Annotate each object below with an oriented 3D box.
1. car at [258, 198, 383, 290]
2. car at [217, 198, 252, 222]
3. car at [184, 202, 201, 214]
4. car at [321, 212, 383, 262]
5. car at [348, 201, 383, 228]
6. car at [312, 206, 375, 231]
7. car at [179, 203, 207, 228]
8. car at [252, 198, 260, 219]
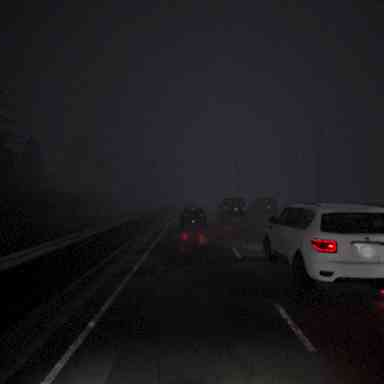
[{"bbox_3d":[3.600,1.324,9.506,2.150,2.045,5.566,0,-1,0],"label":"car"},{"bbox_3d":[3.585,1.542,30.068,2.150,2.045,5.566,0,-1,0],"label":"car"},{"bbox_3d":[0.097,2.008,41.700,1.994,1.385,4.181,0,-1,0],"label":"car"},{"bbox_3d":[7.099,1.673,13.677,1.812,1.442,4.674,0,-1,0],"label":"car"},{"bbox_3d":[14.097,1.625,25.463,2.097,1.767,4.553,0,-1,0],"label":"car"},{"bbox_3d":[10.598,1.802,23.780,2.033,1.411,5.357,0,-1,0],"label":"car"},{"bbox_3d":[0.097,1.751,24.279,2.128,1.511,4.902,0,-1,0],"label":"car"},{"bbox_3d":[7.096,1.578,33.422,2.150,2.045,5.566,0,-1,0],"label":"car"}]
